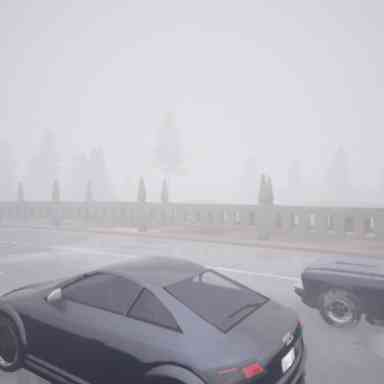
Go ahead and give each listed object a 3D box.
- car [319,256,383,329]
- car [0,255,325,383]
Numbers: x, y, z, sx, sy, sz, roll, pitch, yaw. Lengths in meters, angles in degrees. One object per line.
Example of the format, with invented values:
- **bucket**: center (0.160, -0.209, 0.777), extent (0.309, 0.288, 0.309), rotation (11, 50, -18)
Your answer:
- **car**: center (4.143, 1.571, 5.206), extent (4.718, 1.301, 1.895), rotation (0, 0, 35)
- **car**: center (-0.758, 1.547, 4.256), extent (4.181, 1.385, 1.994), rotation (0, 0, 34)
